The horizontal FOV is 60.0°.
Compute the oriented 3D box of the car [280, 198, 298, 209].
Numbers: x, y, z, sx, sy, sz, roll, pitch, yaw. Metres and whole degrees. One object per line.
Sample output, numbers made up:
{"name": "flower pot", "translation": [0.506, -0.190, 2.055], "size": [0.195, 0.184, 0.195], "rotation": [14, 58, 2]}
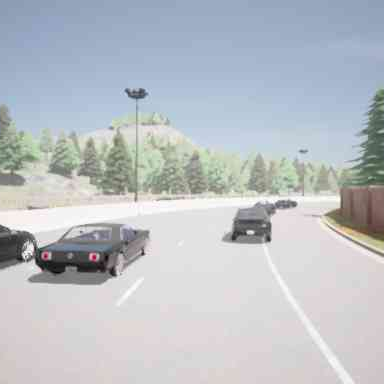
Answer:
{"name": "car", "translation": [12.842, 1.500, 44.940], "size": [2.128, 1.511, 4.902], "rotation": [0, 0, 33]}

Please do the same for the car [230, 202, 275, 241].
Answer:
{"name": "car", "translation": [2.988, 1.500, 16.631], "size": [1.837, 1.490, 4.892], "rotation": [0, 0, 12]}

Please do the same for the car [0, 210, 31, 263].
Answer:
{"name": "car", "translation": [-6.241, 1.467, 9.162], "size": [1.837, 1.490, 4.892], "rotation": [0, 0, 6]}

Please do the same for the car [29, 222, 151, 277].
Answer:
{"name": "car", "translation": [-2.649, 1.577, 10.218], "size": [1.895, 1.301, 4.718], "rotation": [0, 0, 7]}

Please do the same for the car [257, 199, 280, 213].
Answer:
{"name": "car", "translation": [7.533, 1.559, 34.608], "size": [1.994, 1.385, 4.181], "rotation": [0, 0, 25]}
